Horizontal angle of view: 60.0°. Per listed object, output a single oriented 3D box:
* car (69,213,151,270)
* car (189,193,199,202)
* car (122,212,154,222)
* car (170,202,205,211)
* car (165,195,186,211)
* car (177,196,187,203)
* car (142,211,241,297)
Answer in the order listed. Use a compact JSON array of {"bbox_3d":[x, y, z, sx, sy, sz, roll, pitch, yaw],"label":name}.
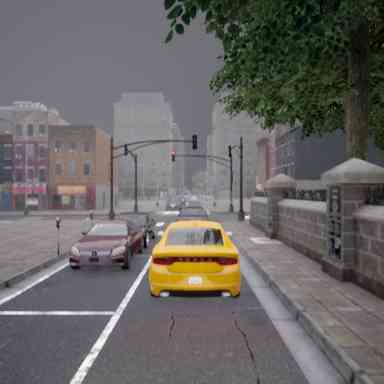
[{"bbox_3d":[-2.620,1.580,11.005,1.802,1.307,4.206,0,0,0],"label":"car"},{"bbox_3d":[0.395,1.500,66.876,1.812,1.442,4.674,0,0,0],"label":"car"},{"bbox_3d":[-2.614,1.563,14.667,1.947,1.339,4.313,0,0,0],"label":"car"},{"bbox_3d":[0.034,1.544,19.088,2.033,1.411,5.357,0,0,0],"label":"car"},{"bbox_3d":[-2.222,1.477,41.666,2.128,1.511,4.902,0,0,0],"label":"car"},{"bbox_3d":[-2.103,1.568,69.800,1.895,1.301,4.718,0,0,0],"label":"car"},{"bbox_3d":[0.080,1.476,8.598,1.882,1.535,5.008,0,0,0],"label":"car"}]
